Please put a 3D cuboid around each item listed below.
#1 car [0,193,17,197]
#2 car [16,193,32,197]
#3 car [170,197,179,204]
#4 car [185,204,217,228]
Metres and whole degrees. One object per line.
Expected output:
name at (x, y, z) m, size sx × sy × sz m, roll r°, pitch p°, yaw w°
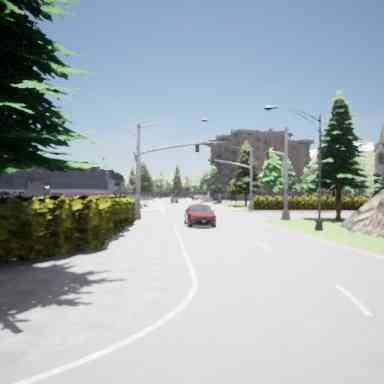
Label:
car at (-31.436, 1.387, 55.507) m, size 1.845 × 1.501 × 3.633 m, roll 0°, pitch 0°, yaw -5°
car at (-36.466, 1.228, 73.724) m, size 1.932 × 1.855 × 4.605 m, roll 0°, pitch 0°, yaw -5°
car at (-3.971, 1.883, 75.583) m, size 1.837 × 1.490 × 4.892 m, roll 0°, pitch 0°, yaw -5°
car at (0.546, 1.611, 23.513) m, size 1.882 × 1.535 × 5.008 m, roll 0°, pitch -1°, yaw -4°
